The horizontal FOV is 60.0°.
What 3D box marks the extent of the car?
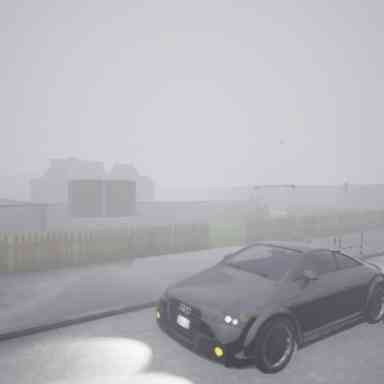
[{"bbox_3d":[1.513,1.572,5.648,4.181,1.385,1.994,0,0,-35],"label":"car"}]
